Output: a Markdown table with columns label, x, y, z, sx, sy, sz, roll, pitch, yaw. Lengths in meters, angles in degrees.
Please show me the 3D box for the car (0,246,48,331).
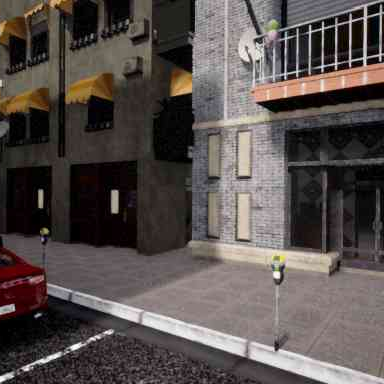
| label | x | y | z | sx | sy | sz | roll | pitch | yaw |
| --- | --- | --- | --- | --- | --- | --- | --- | --- | --- |
| car | -4.460 | 1.544 | 6.051 | 4.507 | 1.381 | 1.887 | 0 | 1 | 36 |
